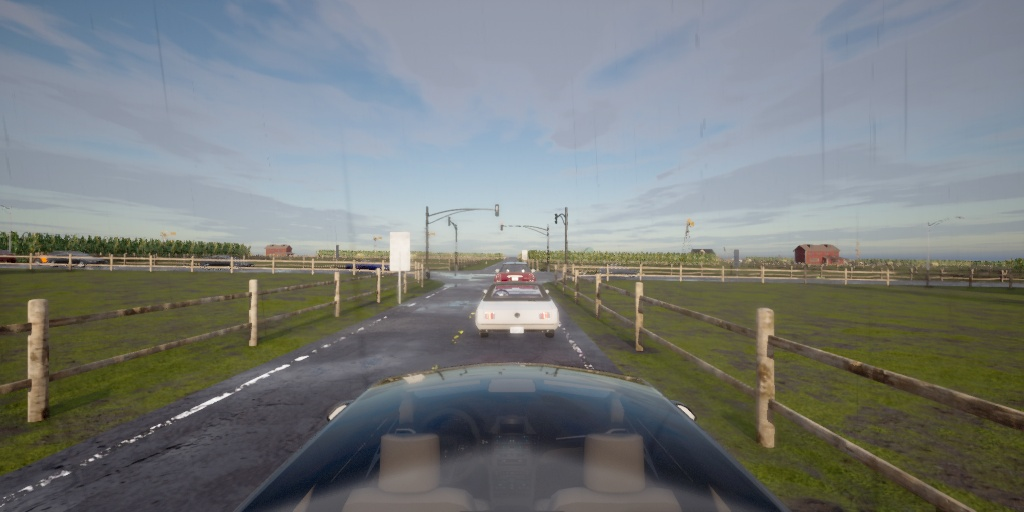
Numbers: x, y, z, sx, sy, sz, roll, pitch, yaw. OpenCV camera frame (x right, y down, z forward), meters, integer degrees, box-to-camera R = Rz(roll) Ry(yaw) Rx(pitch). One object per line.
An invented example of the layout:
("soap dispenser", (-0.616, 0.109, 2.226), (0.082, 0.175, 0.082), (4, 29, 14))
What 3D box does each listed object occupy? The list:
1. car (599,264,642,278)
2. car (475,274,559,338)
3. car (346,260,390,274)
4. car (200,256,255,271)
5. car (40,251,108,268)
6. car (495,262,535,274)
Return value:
("car", (11.058, 1.544, 36.660), (4.181, 1.385, 1.994), (1, 0, 0))
("car", (0.123, 1.351, 10.158), (1.895, 1.301, 4.718), (0, 0, 0))
("car", (-14.275, 1.103, 36.734), (4.718, 1.301, 1.895), (1, 0, 0))
("car", (-29.104, 0.738, 36.780), (4.892, 1.490, 1.837), (1, 0, 0))
("car", (-44.573, 0.460, 36.847), (4.892, 1.490, 1.837), (1, 0, 0))
("car", (0.178, 1.103, 19.146), (2.097, 1.767, 4.553), (0, 0, 1))
